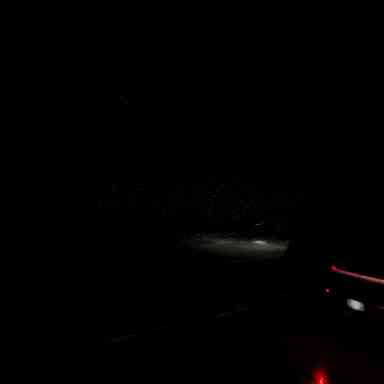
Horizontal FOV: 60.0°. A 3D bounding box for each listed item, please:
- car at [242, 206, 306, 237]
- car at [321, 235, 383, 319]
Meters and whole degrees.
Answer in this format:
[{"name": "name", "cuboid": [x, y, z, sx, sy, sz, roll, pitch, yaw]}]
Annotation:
[{"name": "car", "cuboid": [5.176, 1.583, 18.748, 5.008, 1.535, 1.882, 1, 0, -25]}, {"name": "car", "cuboid": [4.633, 1.557, 6.366, 4.902, 1.511, 2.128, 1, 0, -30]}]
